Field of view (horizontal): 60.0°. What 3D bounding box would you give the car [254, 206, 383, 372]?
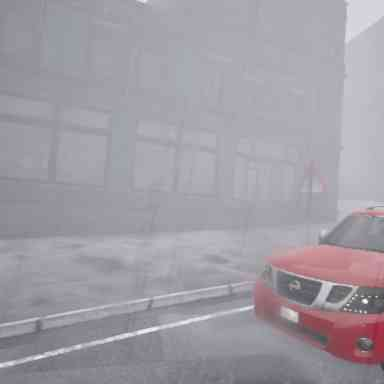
[{"bbox_3d":[3.705,1.270,5.674,5.566,2.045,2.150,0,-1,-28],"label":"car"}]
